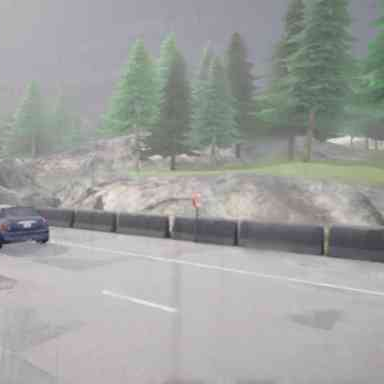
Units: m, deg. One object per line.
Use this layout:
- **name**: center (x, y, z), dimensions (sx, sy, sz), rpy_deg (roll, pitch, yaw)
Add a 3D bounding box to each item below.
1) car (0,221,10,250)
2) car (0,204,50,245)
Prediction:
- **car**: center (-7.077, 1.523, 9.042), dimensions (4.181, 1.385, 1.994), rpy_deg (0, 0, 36)
- **car**: center (-8.079, 1.297, 14.057), dimensions (4.553, 1.767, 2.097), rpy_deg (0, 0, 36)
